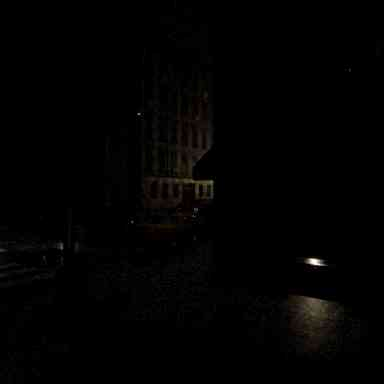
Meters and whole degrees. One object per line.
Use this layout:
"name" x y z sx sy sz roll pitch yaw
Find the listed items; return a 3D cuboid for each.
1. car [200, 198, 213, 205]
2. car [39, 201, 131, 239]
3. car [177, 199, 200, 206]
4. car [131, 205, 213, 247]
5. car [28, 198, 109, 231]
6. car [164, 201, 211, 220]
"car" 2.913 1.314 19.604 2.192 1.841 5.009 0 0 36
"car" -5.141 1.457 17.765 1.882 1.535 5.008 0 0 34
"car" 0.693 1.321 25.934 2.097 1.767 4.553 0 0 35
"car" -0.290 1.530 15.123 1.752 1.417 4.829 0 0 36
"car" -6.913 1.282 19.656 2.192 1.841 5.009 0 0 36
"car" -0.313 1.521 28.899 1.947 1.339 4.313 0 0 36
